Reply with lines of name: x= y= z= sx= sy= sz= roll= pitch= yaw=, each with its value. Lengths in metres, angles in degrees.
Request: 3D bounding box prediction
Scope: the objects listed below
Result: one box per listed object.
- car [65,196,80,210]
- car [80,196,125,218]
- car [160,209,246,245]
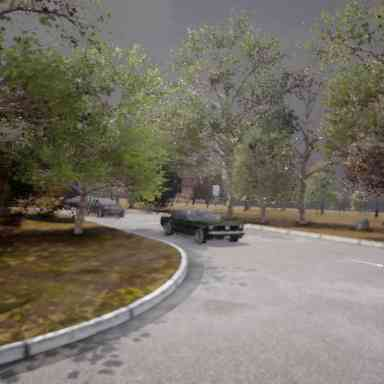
car: x=-11.167 y=1.135 z=34.363 sx=4.902 sy=1.511 sz=2.128 roll=1 pitch=-1 yaw=30
car: x=-6.896 y=1.198 z=26.115 sx=1.837 sy=1.490 sz=4.892 roll=3 pitch=-1 yaw=-36
car: x=0.326 y=1.453 z=14.925 sx=1.895 sy=1.301 sz=4.718 roll=2 pitch=0 yaw=-29
